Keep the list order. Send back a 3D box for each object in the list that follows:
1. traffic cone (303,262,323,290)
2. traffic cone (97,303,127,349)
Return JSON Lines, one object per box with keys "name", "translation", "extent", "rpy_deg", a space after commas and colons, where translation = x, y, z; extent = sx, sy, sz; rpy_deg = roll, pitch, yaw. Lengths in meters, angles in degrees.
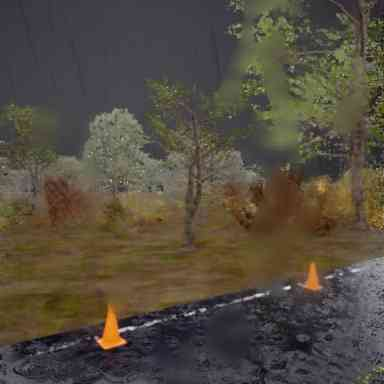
{"name": "traffic cone", "translation": [2.869, 1.963, 7.887], "extent": [0.340, 0.580, 0.340], "rpy_deg": [0, 0, -36]}
{"name": "traffic cone", "translation": [-1.199, 1.958, 4.980], "extent": [0.340, 0.580, 0.340], "rpy_deg": [0, 0, -36]}
